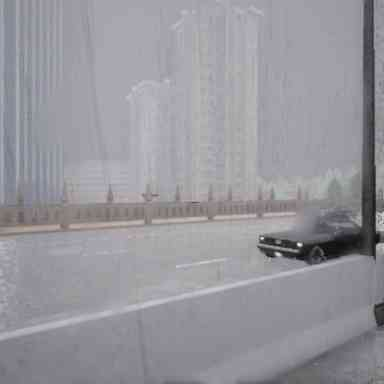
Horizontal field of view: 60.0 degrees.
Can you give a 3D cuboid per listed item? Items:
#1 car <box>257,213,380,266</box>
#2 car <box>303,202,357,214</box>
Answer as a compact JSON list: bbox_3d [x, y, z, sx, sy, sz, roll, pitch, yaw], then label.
[{"bbox_3d":[4.443,1.604,11.460,4.718,1.301,1.895,0,0,-35],"label":"car"},{"bbox_3d":[9.966,1.509,23.992,4.902,1.511,2.128,0,0,-35],"label":"car"}]
